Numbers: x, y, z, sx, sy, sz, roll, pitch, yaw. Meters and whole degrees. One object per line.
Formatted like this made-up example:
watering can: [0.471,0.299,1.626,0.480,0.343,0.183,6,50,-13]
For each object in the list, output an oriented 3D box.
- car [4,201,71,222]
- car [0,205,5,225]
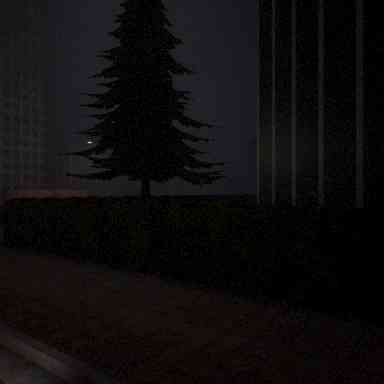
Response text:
car: [-13.066,1.560,28.373,1.837,1.490,4.892,0,0,36]
car: [-12.576,1.603,22.692,2.033,1.411,5.357,0,0,35]
